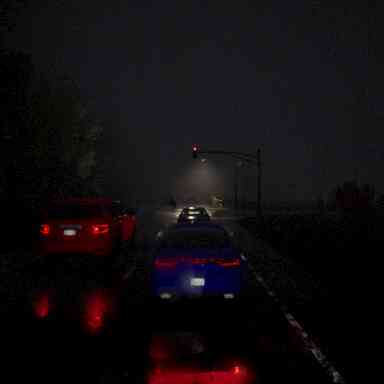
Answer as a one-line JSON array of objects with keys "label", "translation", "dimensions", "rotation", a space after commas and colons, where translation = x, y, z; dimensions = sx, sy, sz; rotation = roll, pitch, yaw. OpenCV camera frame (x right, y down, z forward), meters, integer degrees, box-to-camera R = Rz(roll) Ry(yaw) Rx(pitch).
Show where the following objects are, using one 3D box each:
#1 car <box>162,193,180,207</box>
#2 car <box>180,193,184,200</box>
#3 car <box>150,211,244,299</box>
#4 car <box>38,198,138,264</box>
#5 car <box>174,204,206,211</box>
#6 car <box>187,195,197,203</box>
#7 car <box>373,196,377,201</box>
[{"label": "car", "translation": [-3.382, 1.360, 50.128], "dimensions": [2.097, 1.767, 4.553], "rotation": [0, 0, 0]}, {"label": "car", "translation": [-3.469, 1.227, 90.585], "dimensions": [2.150, 2.045, 5.566], "rotation": [0, 0, 0]}, {"label": "car", "translation": [0.103, 1.480, 8.501], "dimensions": [1.882, 1.535, 5.008], "rotation": [0, 0, 0]}, {"label": "car", "translation": [-3.395, 1.224, 11.919], "dimensions": [2.150, 2.045, 5.566], "rotation": [0, 0, 0]}, {"label": "car", "translation": [0.110, 1.553, 18.177], "dimensions": [2.033, 1.411, 5.357], "rotation": [0, 0, 0]}, {"label": "car", "translation": [0.062, 1.507, 72.384], "dimensions": [1.837, 1.490, 4.892], "rotation": [0, 0, 0]}, {"label": "car", "translation": [19.916, 1.498, 40.730], "dimensions": [5.566, 2.045, 2.150], "rotation": [1, -1, 0]}]
